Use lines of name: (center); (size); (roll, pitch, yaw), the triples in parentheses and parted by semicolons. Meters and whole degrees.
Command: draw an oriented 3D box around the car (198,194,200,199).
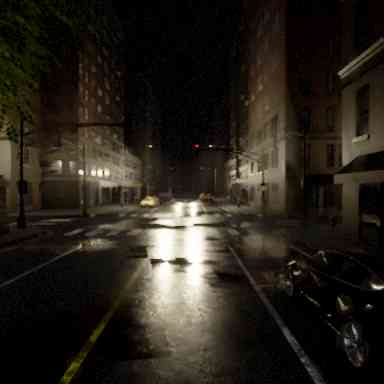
car: (2.878, 1.251, 70.655); (2.008, 1.369, 4.403); (0, 0, 0)

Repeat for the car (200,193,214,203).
car: (2.874, 1.180, 59.758); (1.967, 1.590, 4.097); (0, 0, 0)

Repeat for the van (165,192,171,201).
van: (-5.649, 1.061, 65.175); (1.690, 1.788, 3.998); (0, 0, 0)

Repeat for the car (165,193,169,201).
car: (-5.650, 1.285, 59.725); (1.887, 1.381, 4.507); (0, 0, 0)

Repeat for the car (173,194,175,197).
car: (-5.646, 0.997, 76.077); (2.192, 1.841, 5.009); (0, 0, 0)

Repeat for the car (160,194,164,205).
car: (-5.654, 1.334, 48.823); (2.008, 1.369, 4.403); (0, 0, 0)

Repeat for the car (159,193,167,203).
car: (-5.652, 1.306, 54.274); (1.887, 1.381, 4.507); (0, 0, 0)

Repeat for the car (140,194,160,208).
car: (-5.656, 1.332, 43.203); (1.752, 1.417, 4.829); (0, 0, 0)

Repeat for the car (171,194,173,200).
car: (-5.647, 1.251, 70.627); (2.008, 1.369, 4.403); (0, 0, 0)

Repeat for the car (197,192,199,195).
car: (2.883, 1.171, 87.170); (1.752, 1.417, 4.829); (0, 0, 0)

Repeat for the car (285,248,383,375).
car: (2.858, 1.543, 5.382); (1.947, 1.339, 4.313); (0, 0, 0)
